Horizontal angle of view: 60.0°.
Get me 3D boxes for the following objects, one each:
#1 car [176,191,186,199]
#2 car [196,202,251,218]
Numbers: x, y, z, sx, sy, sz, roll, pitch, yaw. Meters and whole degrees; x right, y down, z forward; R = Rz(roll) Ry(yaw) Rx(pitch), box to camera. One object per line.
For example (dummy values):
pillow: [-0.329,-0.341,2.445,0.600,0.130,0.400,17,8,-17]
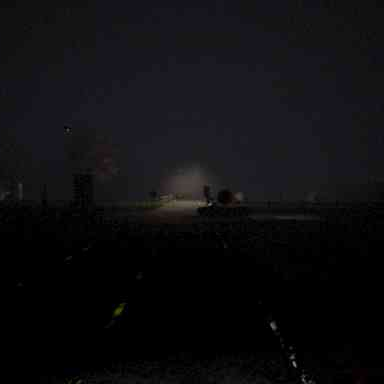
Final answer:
car: [-2.771,0.764,81.188,2.150,2.045,5.566,0,0,0]
car: [2.746,1.572,29.262,4.718,1.301,1.895,0,1,-1]
